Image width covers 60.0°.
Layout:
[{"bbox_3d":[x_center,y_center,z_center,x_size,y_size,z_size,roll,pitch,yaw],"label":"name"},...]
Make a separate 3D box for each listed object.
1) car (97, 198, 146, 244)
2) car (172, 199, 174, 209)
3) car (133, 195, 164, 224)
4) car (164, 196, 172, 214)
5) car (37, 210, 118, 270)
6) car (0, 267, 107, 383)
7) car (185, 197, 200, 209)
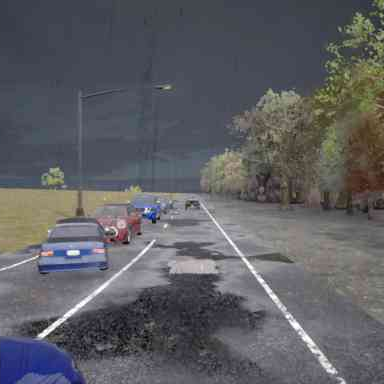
[{"bbox_3d":[-3.675,1.354,15.620,2.097,1.767,4.553,0,0,1],"label":"car"},{"bbox_3d":[-3.599,1.347,45.292,2.097,1.767,4.553,0,0,0],"label":"car"},{"bbox_3d":[-3.607,1.223,25.281,2.150,2.045,5.566,0,0,-1],"label":"car"},{"bbox_3d":[-3.598,1.351,35.285,2.097,1.767,4.553,0,0,0],"label":"car"},{"bbox_3d":[-3.649,1.549,10.644,2.033,1.411,5.357,0,0,-16],"label":"car"},{"bbox_3d":[-2.005,1.525,1.063,1.812,1.442,4.674,0,0,6],"label":"car"},{"bbox_3d":[0.054,1.501,44.289,1.837,1.490,4.892,0,0,0],"label":"car"}]
